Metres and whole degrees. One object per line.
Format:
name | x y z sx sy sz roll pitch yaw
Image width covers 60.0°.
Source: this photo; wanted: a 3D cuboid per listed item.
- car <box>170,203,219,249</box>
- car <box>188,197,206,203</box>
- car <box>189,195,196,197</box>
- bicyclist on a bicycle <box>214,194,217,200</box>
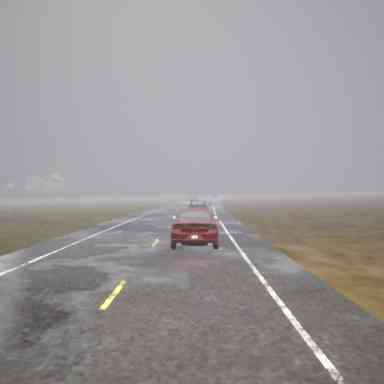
car | 0.133 1.484 14.586 1.882 1.535 5.008 0 0 1
car | 0.534 1.491 29.550 2.128 1.511 4.902 0 0 2
car | 0.128 1.469 77.612 2.128 1.511 4.902 0 0 5
bicyclist on a bicycle | 6.409 1.393 94.899 0.582 1.620 1.656 0 0 7
